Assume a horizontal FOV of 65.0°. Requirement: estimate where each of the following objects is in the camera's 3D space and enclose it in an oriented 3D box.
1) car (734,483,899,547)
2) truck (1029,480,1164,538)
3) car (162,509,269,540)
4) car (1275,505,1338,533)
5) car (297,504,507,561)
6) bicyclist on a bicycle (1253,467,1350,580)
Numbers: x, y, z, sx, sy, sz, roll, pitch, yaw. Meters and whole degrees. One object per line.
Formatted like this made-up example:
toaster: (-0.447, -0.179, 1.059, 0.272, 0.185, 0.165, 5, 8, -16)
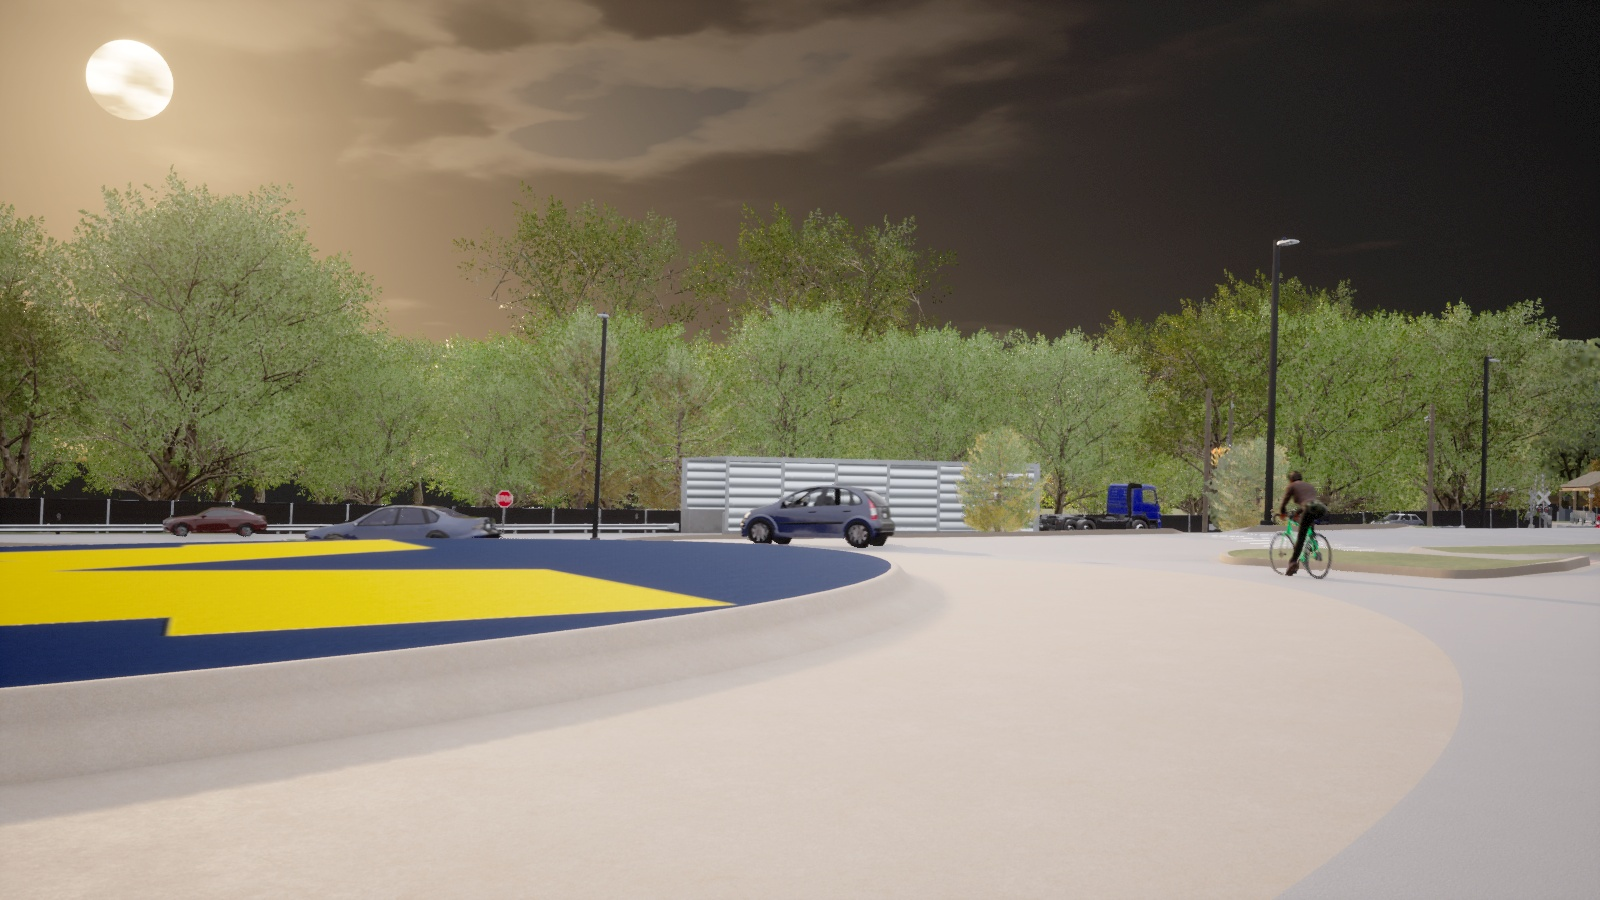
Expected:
car: (0.446, 1.702, 33.315, 3.988, 1.617, 1.851, -1, -3, 20)
truck: (18.540, 3.649, 78.379, 7.936, 3.462, 2.891, 1, -1, -22)
car: (-28.594, 3.635, 61.450, 4.674, 1.442, 1.812, 2, -2, -27)
car: (35.746, 4.847, 88.589, 3.866, 1.878, 1.905, 1, -1, -21)
car: (-11.387, 2.349, 36.117, 5.357, 1.411, 2.033, -2, -2, 5)
bicyclist on a bicycle: (7.589, 1.111, 19.074, 0.582, 1.620, 1.656, 2, -3, -10)
